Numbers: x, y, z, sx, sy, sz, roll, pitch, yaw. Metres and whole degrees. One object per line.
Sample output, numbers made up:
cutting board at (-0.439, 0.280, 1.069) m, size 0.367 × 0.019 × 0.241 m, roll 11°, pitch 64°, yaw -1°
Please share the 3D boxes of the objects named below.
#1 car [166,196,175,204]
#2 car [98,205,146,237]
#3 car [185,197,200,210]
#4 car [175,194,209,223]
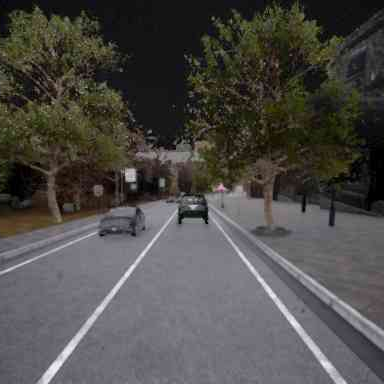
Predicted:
car at (-3.512, 1.466, 59.471) m, size 1.994 × 1.385 × 4.181 m, roll 0°, pitch 0°, yaw 1°
car at (-3.606, 1.476, 17.812) m, size 1.837 × 1.490 × 4.892 m, roll 0°, pitch 0°, yaw 0°
car at (0.097, 1.456, 43.199) m, size 1.812 × 1.442 × 4.674 m, roll 0°, pitch 0°, yaw 0°
car at (0.089, 1.181, 25.096) m, size 2.150 × 2.045 × 5.566 m, roll 0°, pitch 0°, yaw 0°
